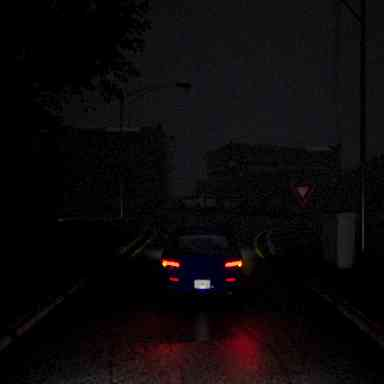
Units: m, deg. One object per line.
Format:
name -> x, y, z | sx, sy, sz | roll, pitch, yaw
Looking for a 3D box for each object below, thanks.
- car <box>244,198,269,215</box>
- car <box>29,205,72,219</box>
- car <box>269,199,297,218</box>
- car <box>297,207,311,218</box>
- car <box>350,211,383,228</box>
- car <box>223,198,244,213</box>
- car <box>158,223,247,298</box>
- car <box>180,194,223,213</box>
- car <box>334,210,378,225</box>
car -> 6.549, 1.744, 40.311 | 2.185, 1.767, 4.553 | 5, -2, -32
car -> -13.526, 1.802, 30.670 | 5.008, 1.535, 1.882 | -2, 0, 16
car -> 9.530, 1.891, 40.954 | 2.435, 2.045, 5.566 | 6, -2, -32
car -> 12.343, 2.404, 41.745 | 1.946, 1.575, 5.366 | 6, -2, -32
car -> 16.968, 2.664, 32.942 | 5.008, 1.535, 1.882 | 5, -1, -17
car -> 3.590, 1.512, 39.726 | 2.185, 1.767, 4.553 | 3, -1, -33
car -> 0.234, 1.510, 8.345 | 1.812, 1.442, 4.674 | 0, 0, 1
car -> 0.727, 1.241, 39.051 | 2.435, 2.045, 5.566 | 0, -1, -32
car -> 21.275, 3.259, 43.388 | 2.002, 1.452, 4.674 | 6, -2, -31
